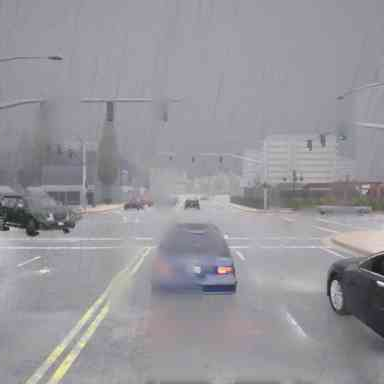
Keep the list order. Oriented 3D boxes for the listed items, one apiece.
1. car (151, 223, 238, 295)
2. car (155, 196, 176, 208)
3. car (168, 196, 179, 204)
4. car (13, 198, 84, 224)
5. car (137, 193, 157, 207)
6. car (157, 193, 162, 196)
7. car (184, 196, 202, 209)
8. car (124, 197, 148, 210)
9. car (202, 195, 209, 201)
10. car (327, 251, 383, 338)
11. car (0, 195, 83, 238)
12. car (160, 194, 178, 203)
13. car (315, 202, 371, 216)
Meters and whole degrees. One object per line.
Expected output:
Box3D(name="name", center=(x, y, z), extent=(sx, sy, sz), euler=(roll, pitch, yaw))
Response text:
Box3D(name="car", center=(0.053, 1.547, 8.881), extent=(2.033, 1.411, 5.357), euler=(0, 0, 0))
Box3D(name="car", center=(-3.755, 1.601, 47.558), extent=(1.895, 1.301, 4.718), euler=(0, 0, 0))
Box3D(name="car", center=(-3.748, 1.564, 66.696), extent=(1.994, 1.385, 4.181), euler=(0, 0, 0))
Box3D(name="car", center=(-10.548, 1.351, 24.811), extent=(4.553, 1.767, 2.097), euler=(0, 0, -12))
Box3D(name="car", center=(-7.260, 1.221, 51.896), extent=(2.150, 2.045, 5.566), euler=(0, 0, 0))
Box3D(name="car", center=(-7.265, 1.352, 61.823), extent=(2.097, 1.767, 4.553), euler=(0, 0, 0))
Box3D(name="car", center=(-0.030, 1.477, 45.966), extent=(1.882, 1.535, 5.008), euler=(0, 0, 0))
Box3D(name="car", center=(-7.287, 1.601, 42.252), extent=(1.895, 1.301, 4.718), euler=(0, 0, 1))
Box3D(name="car", center=(3.222, 1.552, 84.560), extent=(1.994, 1.385, 4.181), euler=(0, 0, 0))
Box3D(name="car", center=(3.547, 1.505, 4.636), extent=(1.837, 1.490, 4.892), euler=(0, 0, 0))
Box3D(name="car", center=(-8.620, 1.223, 18.201), extent=(5.566, 2.045, 2.150), euler=(0, -2, 39))
Box3D(name="car", center=(-3.771, 1.491, 56.828), extent=(2.128, 1.511, 4.902), euler=(0, 0, 0))
Box3D(name="car", center=(14.343, 1.601, 31.804), extent=(4.718, 1.301, 1.895), euler=(0, 0, 1))
